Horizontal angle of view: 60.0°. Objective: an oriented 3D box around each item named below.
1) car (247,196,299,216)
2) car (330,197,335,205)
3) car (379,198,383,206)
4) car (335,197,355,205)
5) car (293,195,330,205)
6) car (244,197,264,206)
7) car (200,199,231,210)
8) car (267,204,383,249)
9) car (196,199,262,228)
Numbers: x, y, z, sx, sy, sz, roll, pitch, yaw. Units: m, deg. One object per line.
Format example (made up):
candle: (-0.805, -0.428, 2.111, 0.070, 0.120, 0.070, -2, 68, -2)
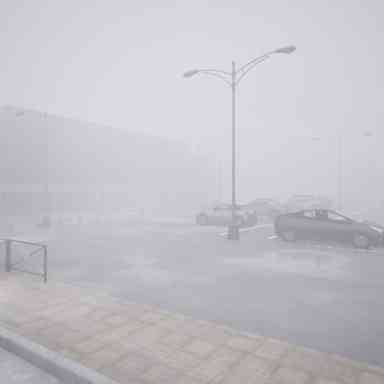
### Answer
car: (5.584, 1.345, 26.801, 5.027, 1.636, 2.152, 0, 0, 35)
car: (14.239, 1.289, 39.907, 4.605, 1.855, 1.932, 0, 0, 35)
car: (29.371, 1.576, 48.369, 3.806, 1.475, 1.970, 0, 0, 35)
car: (24.995, 1.565, 55.062, 3.633, 1.501, 1.845, 0, 0, 35)
car: (12.912, 1.268, 37.289, 3.866, 1.878, 1.905, 0, 0, 35)
car: (11.084, 1.702, 59.221, 1.812, 1.442, 4.674, 0, 0, 35)
car: (3.543, 1.724, 48.446, 2.033, 1.411, 5.357, 0, 0, 36)
car: (5.854, 1.490, 14.316, 4.514, 1.523, 2.007, 0, 0, 35)
car: (2.173, 1.424, 21.356, 3.806, 1.475, 1.970, 0, 0, 35)
